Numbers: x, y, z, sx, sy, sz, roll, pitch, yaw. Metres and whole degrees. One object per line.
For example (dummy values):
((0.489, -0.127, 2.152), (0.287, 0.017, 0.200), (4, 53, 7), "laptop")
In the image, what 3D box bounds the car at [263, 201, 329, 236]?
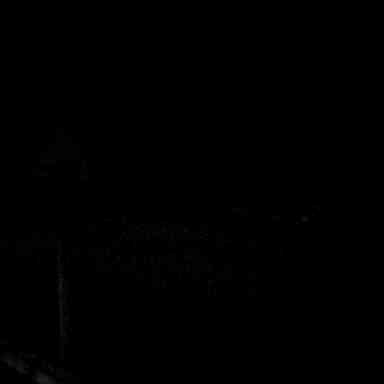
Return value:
((5.982, 1.319, 18.342), (2.185, 1.767, 4.553), (0, 0, 35), "car")

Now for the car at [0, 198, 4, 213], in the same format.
((-18.006, 1.688, 35.373), (1.946, 1.575, 5.366), (-2, -1, 35), "car")

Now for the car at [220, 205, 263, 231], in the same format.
((3.360, 1.486, 20.125), (2.002, 1.452, 4.674), (0, 0, 35), "car")

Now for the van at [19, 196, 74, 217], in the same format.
((-13.717, 1.364, 31.996), (1.878, 1.987, 4.442), (-1, -1, 35), "van")

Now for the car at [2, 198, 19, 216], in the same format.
((-15.828, 1.636, 33.845), (1.946, 1.575, 5.366), (-1, -1, 35), "car")
